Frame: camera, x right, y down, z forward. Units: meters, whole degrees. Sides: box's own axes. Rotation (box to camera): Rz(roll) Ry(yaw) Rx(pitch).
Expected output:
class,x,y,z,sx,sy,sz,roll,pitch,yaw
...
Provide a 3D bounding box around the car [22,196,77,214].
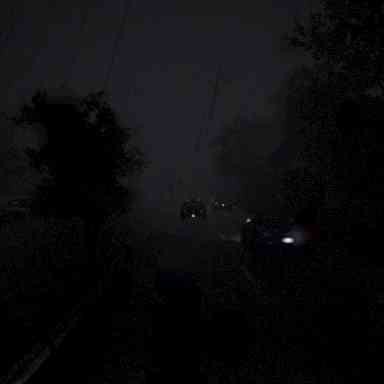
class,x,y,z,sx,sy,sz,roll,pitch,yaw
car,-13.789,1.238,32.450,4.792,1.488,2.163,-1,1,-20

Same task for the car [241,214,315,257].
class,x,y,z,sx,sy,sz,roll,pitch,yaw
car,3.100,1.513,12.723,1.994,1.385,4.181,0,0,0

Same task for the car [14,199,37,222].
class,x,y,z,sx,sy,sz,roll,pitch,yaw
car,-13.824,1.371,23.434,4.674,1.452,2.002,-1,0,-20

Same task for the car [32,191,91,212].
class,x,y,z,sx,sy,sz,roll,pitch,yaw
car,-13.793,0.918,35.450,5.566,2.045,2.435,-1,1,-20

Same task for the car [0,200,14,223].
class,x,y,z,sx,sy,sz,roll,pitch,yaw
car,-13.855,1.242,20.422,4.553,1.767,2.185,-1,0,-20

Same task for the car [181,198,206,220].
class,x,y,z,sx,sy,sz,roll,pitch,yaw
car,0.101,1.403,26.319,1.895,1.301,4.718,0,1,0

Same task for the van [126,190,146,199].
class,x,y,z,sx,sy,sz,roll,pitch,yaw
van,-13.605,0.583,80.516,4.442,1.987,1.878,-1,0,-19

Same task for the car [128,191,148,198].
class,x,y,z,sx,sy,sz,roll,pitch,yaw
car,-13.630,0.667,83.494,4.553,1.767,2.185,-1,1,-19

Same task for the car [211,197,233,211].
class,x,y,z,sx,sy,sz,roll,pitch,yaw
car,3.101,1.247,35.021,1.994,1.385,4.181,0,1,0

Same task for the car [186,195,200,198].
class,x,y,z,sx,sy,sz,roll,pitch,yaw
car,0.102,1.112,43.050,1.812,1.442,4.674,0,1,0

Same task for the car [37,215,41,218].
class,x,y,z,sx,sy,sz,roll,pitch,yaw
car,-13.812,1.292,26.434,5.008,1.535,2.097,-1,1,-20

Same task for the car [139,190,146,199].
class,x,y,z,sx,sy,sz,roll,pitch,yaw
car,-13.792,0.594,74.443,5.566,2.045,2.435,-1,1,-20
